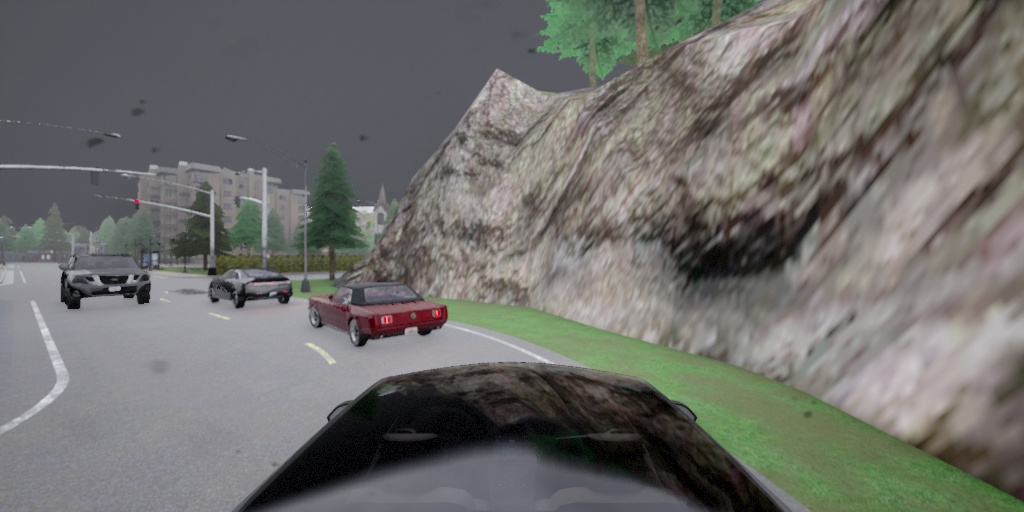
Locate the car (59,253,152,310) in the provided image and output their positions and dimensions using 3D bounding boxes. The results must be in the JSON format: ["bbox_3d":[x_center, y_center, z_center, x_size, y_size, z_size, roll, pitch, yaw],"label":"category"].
[{"bbox_3d":[-17.286,0.890,15.201,5.566,2.045,2.150,0,0,36],"label":"car"}]

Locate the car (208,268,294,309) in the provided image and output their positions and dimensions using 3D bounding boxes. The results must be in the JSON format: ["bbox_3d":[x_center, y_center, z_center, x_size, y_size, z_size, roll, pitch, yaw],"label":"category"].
[{"bbox_3d":[-11.076,1.247,15.113,4.902,1.511,2.128,0,0,36],"label":"car"}]

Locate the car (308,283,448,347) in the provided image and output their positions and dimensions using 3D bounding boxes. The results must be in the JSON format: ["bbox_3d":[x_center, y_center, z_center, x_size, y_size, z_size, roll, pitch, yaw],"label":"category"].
[{"bbox_3d":[-3.749,1.353,9.433,1.895,1.301,4.718,0,0,-44],"label":"car"}]
